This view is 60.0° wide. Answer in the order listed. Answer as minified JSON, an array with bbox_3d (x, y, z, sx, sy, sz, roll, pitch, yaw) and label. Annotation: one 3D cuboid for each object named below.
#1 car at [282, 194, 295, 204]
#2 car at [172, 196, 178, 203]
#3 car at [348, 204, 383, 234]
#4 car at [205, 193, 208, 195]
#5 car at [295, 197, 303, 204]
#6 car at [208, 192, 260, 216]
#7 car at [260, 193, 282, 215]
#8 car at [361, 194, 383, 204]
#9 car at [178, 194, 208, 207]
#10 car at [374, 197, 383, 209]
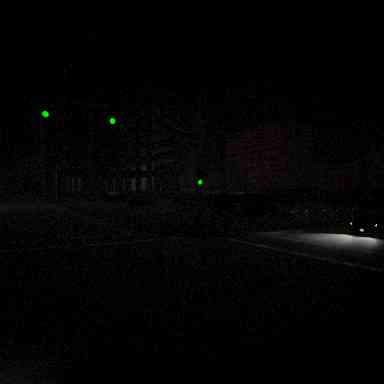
[{"bbox_3d":[14.766,1.153,56.685,1.932,1.855,4.605,0,0,-29],"label":"car"},{"bbox_3d":[-2.285,1.395,64.331,1.970,1.475,3.806,0,0,-29],"label":"car"},{"bbox_3d":[10.959,1.547,18.159,5.357,1.411,2.033,0,0,-28],"label":"car"},{"bbox_3d":[2.555,1.153,67.104,1.932,1.855,4.605,0,0,-29],"label":"car"},{"bbox_3d":[17.323,1.364,58.046,1.784,1.438,3.905,0,0,-29],"label":"car"},{"bbox_3d":[3.709,1.153,30.412,1.932,1.855,4.605,0,0,-29],"label":"car"},{"bbox_3d":[6.260,1.156,31.781,1.905,1.878,3.866,0,0,-29],"label":"car"},{"bbox_3d":[23.356,1.156,41.415,1.905,1.878,3.866,0,0,-29],"label":"car"},{"bbox_3d":[0.073,1.395,48.338,1.970,1.475,3.806,0,0,-29],"label":"car"},{"bbox_3d":[25.887,1.395,42.822,1.970,1.475,3.806,0,0,-29],"label":"car"}]
